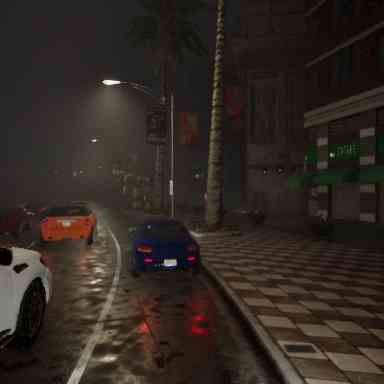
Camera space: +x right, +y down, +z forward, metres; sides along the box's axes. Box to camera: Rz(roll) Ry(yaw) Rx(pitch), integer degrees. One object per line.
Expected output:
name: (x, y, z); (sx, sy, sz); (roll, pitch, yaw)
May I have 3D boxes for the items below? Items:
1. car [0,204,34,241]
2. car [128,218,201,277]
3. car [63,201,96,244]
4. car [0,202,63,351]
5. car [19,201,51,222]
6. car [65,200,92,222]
car: (-9.724, 1.469, 17.417); (1.882, 1.535, 5.008); (0, 0, -17)
car: (-0.947, 1.524, 10.194); (1.812, 1.442, 4.674); (0, 0, -11)
car: (-5.656, 1.347, 15.676); (2.097, 1.767, 4.553); (0, 0, -14)
car: (-3.285, 1.223, 3.090); (2.150, 2.045, 5.566); (0, 0, -3)
car: (-12.906, 1.514, 27.639); (1.812, 1.442, 4.674); (0, 0, -18)
car: (-9.281, 1.469, 27.444); (1.882, 1.535, 5.008); (0, 0, -18)
